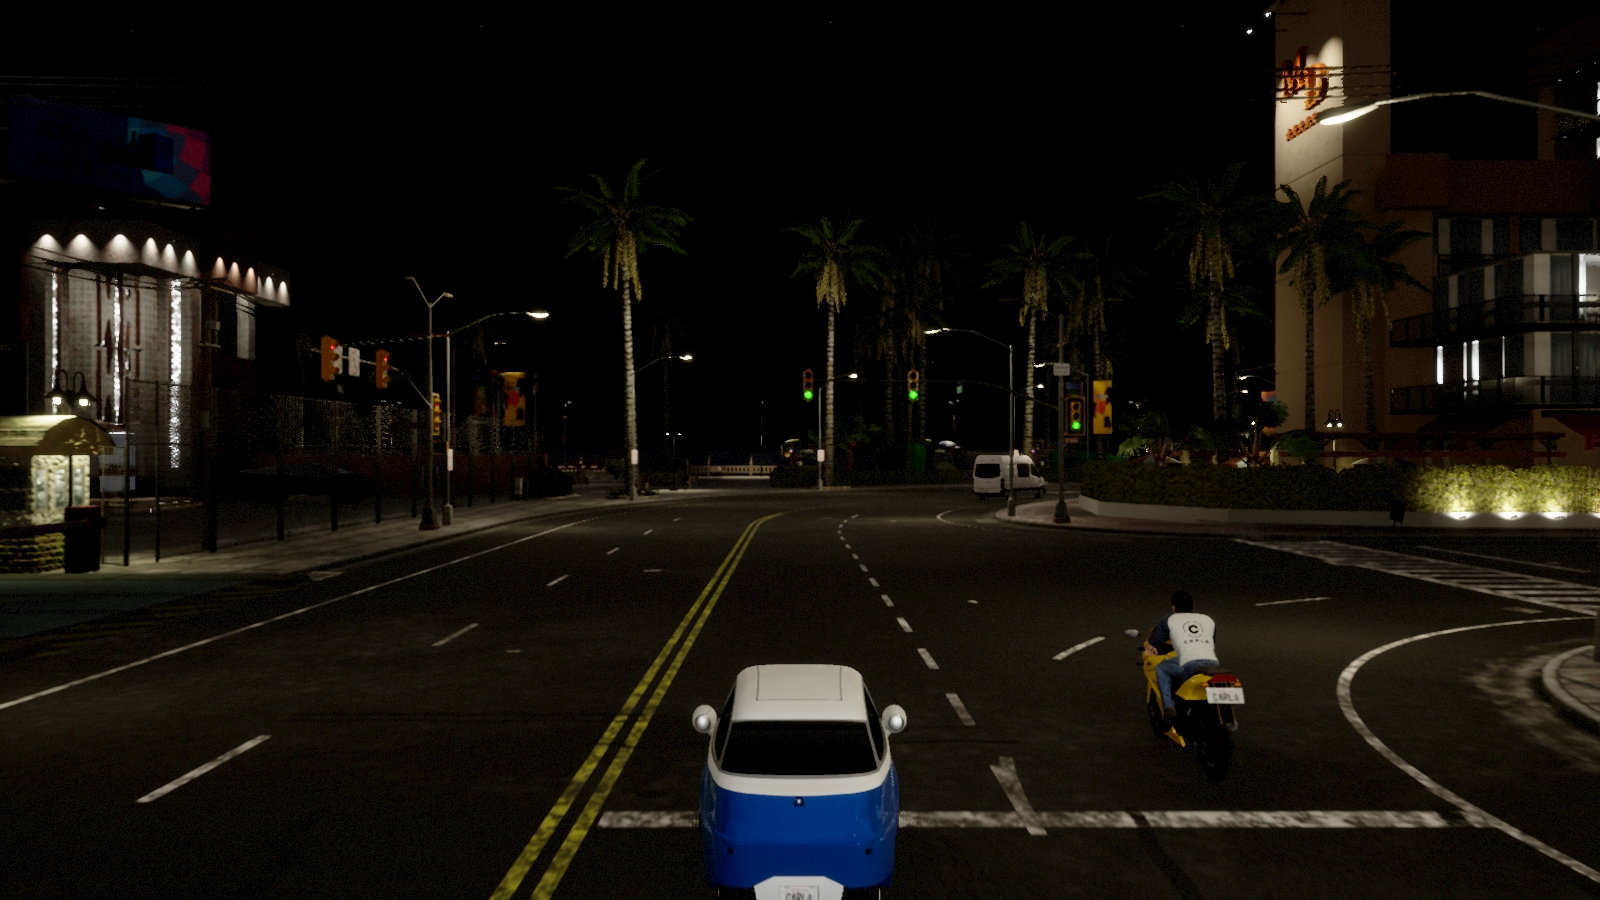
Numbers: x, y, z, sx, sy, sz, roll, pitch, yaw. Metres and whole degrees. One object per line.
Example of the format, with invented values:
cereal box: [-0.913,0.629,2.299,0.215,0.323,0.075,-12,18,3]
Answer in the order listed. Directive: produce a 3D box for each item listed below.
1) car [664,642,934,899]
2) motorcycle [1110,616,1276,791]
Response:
car: [-0.004,2.126,7.381,1.481,1.376,2.207,0,1,0]
motorcycle: [3.497,2.221,10.376,0.803,1.145,2.033,0,0,0]
